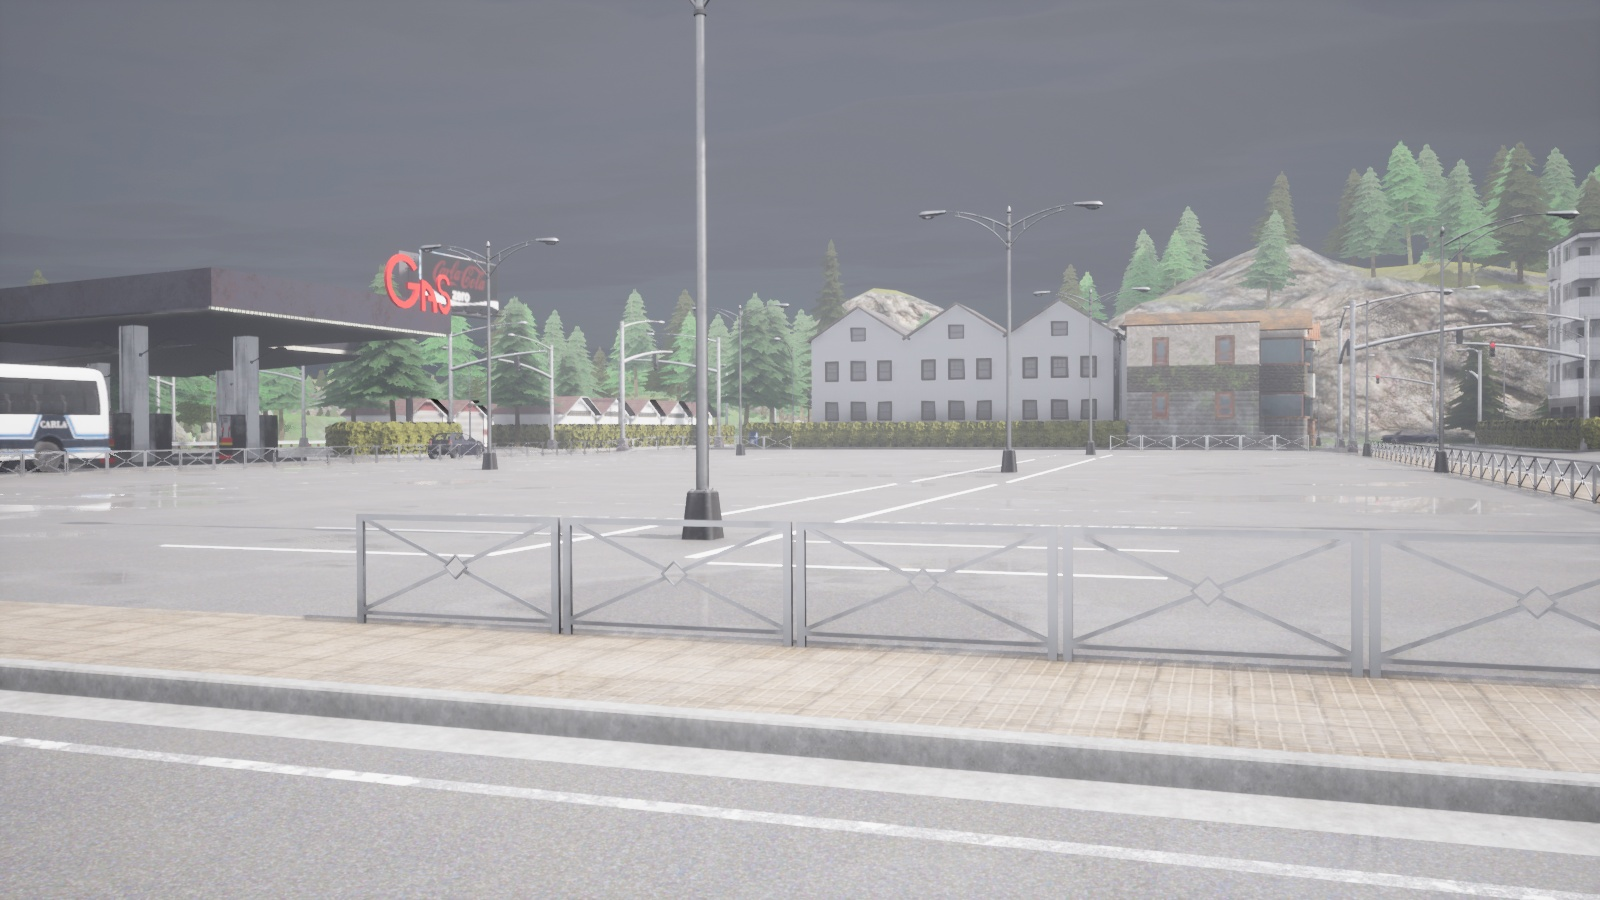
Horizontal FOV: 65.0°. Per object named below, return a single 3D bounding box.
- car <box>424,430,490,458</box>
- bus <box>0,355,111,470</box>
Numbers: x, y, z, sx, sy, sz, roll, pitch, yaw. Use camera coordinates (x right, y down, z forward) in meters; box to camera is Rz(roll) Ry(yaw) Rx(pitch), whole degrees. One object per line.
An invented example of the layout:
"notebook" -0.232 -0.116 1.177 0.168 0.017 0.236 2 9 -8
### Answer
"car" -19.359 -0.366 71.044 1.845 1.501 3.633 1 1 19
"bus" -31.606 -1.416 46.889 3.944 4.253 10.273 1 1 19
